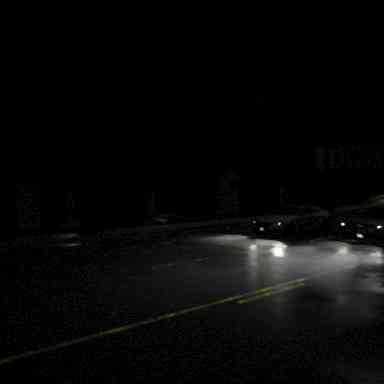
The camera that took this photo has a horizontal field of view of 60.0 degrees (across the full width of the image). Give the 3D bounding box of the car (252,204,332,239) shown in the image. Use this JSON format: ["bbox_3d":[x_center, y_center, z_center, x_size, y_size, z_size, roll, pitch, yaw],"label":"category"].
[{"bbox_3d":[5.001,1.322,16.228,4.674,1.442,1.812,-2,1,-36],"label":"car"}]

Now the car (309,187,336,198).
[{"bbox_3d":[17.283,0.007,44.019,3.806,1.475,1.970,-4,2,-36],"label":"car"}]

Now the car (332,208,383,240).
[{"bbox_3d":[8.377,1.362,14.347,4.718,1.301,1.895,-1,1,-36],"label":"car"}]
